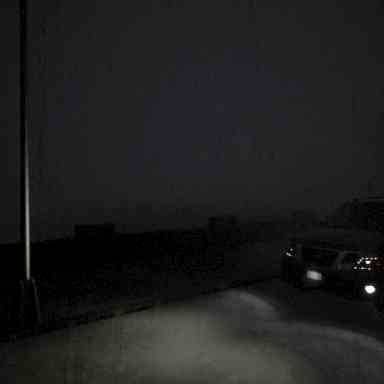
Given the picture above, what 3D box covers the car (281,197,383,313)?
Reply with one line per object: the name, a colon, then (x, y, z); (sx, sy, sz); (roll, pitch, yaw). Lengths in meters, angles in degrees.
car: (4.541, 1.163, 7.767); (5.566, 2.045, 2.150); (-1, 1, -35)
